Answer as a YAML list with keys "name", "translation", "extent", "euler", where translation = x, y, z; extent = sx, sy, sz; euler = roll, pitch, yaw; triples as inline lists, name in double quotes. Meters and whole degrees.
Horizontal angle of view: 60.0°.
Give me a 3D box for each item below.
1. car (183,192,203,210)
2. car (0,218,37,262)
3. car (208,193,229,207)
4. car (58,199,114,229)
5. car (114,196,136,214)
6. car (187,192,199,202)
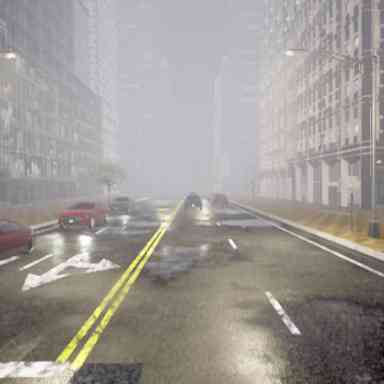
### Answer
- name: "car"
  translation: [0.120, 1.039, 35.095]
  extent: [1.837, 1.490, 4.892]
  euler: [-1, 1, 0]
- name: "car"
  translation: [-6.590, 1.527, 10.290]
  extent: [1.994, 1.385, 4.181]
  euler: [-1, 1, 0]
- name: "car"
  translation: [3.271, 0.911, 39.833]
  extent: [1.882, 1.535, 5.008]
  euler: [-1, 1, 0]
- name: "car"
  translation: [-6.561, 1.289, 20.612]
  extent: [1.882, 1.535, 5.008]
  euler: [-1, 1, 1]
- name: "car"
  translation: [-6.487, 1.136, 30.986]
  extent: [1.882, 1.535, 5.008]
  euler: [-1, 1, 0]
- name: "car"
  translation: [0.119, 0.757, 53.811]
  extent: [1.837, 1.490, 4.892]
  euler: [-1, 1, 0]
